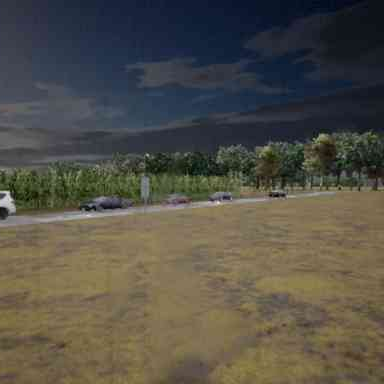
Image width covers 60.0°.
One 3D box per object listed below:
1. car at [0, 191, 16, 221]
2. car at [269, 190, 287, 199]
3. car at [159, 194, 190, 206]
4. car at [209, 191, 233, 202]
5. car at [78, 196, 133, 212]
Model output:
[{"bbox_3d":[-14.764,0.979,22.087,2.150,2.045,5.566,0,1,35],"label":"car"},{"bbox_3d":[15.480,0.341,59.879,1.882,1.535,5.008,0,1,35],"label":"car"},{"bbox_3d":[-2.069,0.911,40.082,1.994,1.385,4.181,0,1,35],"label":"car"},{"bbox_3d":[4.341,0.648,49.125,1.837,1.490,4.892,0,1,35],"label":"car"},{"bbox_3d":[-8.081,1.088,31.570,2.033,1.411,5.357,0,1,35],"label":"car"}]
